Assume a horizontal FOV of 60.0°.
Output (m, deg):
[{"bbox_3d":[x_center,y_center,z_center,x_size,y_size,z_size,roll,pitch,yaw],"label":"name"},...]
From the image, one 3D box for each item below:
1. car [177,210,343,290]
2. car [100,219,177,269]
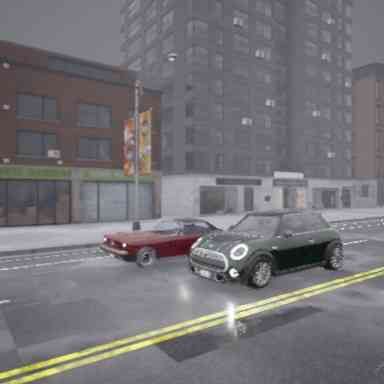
[{"bbox_3d":[2.132,1.336,9.194,4.553,1.767,2.097,0,0,-35],"label":"car"},{"bbox_3d":[-0.584,1.586,11.251,4.718,1.301,1.895,0,0,-35],"label":"car"}]
